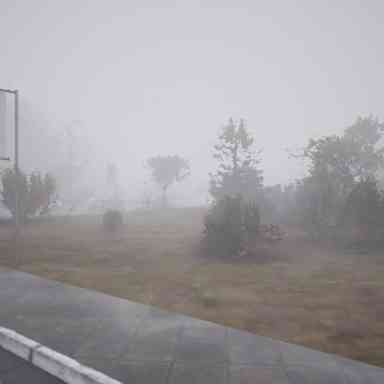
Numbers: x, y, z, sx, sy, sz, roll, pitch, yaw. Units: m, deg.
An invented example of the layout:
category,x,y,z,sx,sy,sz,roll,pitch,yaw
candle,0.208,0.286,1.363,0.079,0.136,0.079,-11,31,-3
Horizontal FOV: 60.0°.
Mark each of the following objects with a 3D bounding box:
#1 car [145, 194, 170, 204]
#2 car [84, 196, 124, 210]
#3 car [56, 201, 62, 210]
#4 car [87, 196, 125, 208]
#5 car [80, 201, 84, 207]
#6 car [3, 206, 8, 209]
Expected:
category,x,y,z,sx,sy,sz,roll,pitch,yaw
car,-5.824,1.176,55.274,2.097,1.767,4.553,0,1,39
car,-10.999,1.568,42.855,1.895,1.301,4.718,0,0,39
car,-17.998,1.521,40.005,1.812,1.442,4.674,0,0,39
car,-12.158,1.423,47.332,1.882,1.535,5.008,0,1,39
car,-14.483,1.465,50.041,1.812,1.442,4.674,0,0,39
car,-20.776,1.542,42.137,2.033,1.411,5.357,0,0,39
